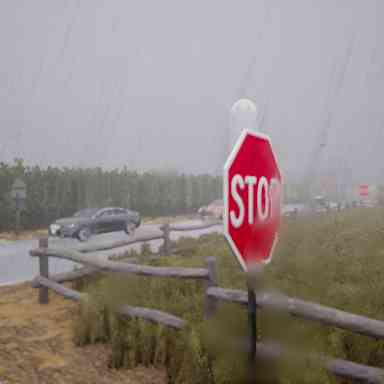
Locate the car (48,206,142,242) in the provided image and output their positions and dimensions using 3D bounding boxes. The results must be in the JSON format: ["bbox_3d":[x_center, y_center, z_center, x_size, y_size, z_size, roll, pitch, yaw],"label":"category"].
[{"bbox_3d":[-4.689,1.483,16.674,2.128,1.511,4.902,0,0,36],"label":"car"}]

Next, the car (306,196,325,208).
[{"bbox_3d":[16.504,1.296,44.408,1.837,1.490,4.892,0,1,11],"label":"car"}]

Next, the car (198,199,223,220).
[{"bbox_3d":[2.468,1.334,26.586,2.097,1.767,4.553,0,0,38],"label":"car"}]
